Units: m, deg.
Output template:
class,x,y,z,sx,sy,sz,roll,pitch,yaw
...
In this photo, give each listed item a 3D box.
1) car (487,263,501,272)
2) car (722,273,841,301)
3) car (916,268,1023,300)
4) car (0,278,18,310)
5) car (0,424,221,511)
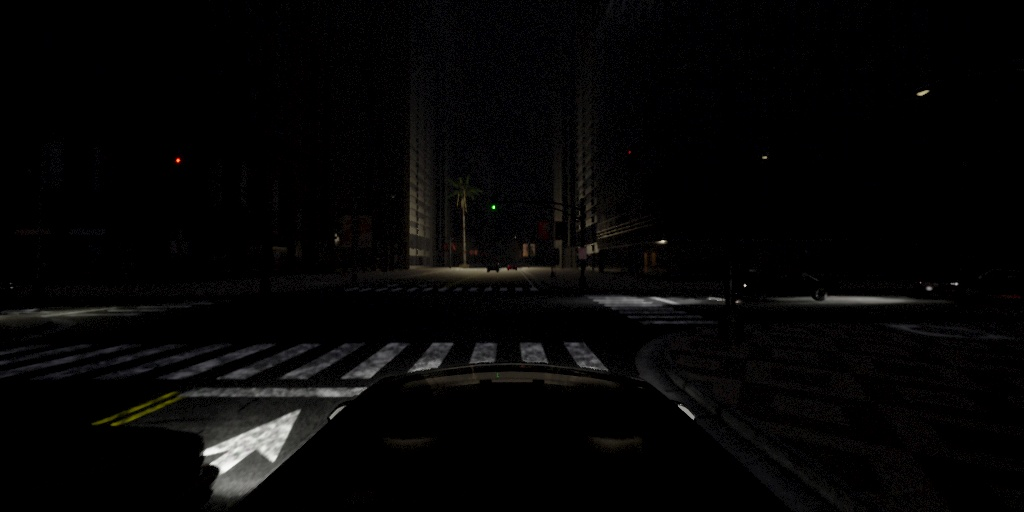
class,x,y,z,sx,sy,sz,roll,pitch,yaw
car,-3.176,2.015,60.953,2.128,1.511,4.902,0,-1,0
car,13.022,1.476,17.579,4.718,1.301,1.895,0,-1,-2
car,23.028,1.334,17.731,4.902,1.511,2.128,0,-1,-1
car,-22.955,1.181,13.855,5.566,2.045,2.150,0,-1,0
car,-3.163,1.281,0.119,2.033,1.411,5.357,0,-1,3
